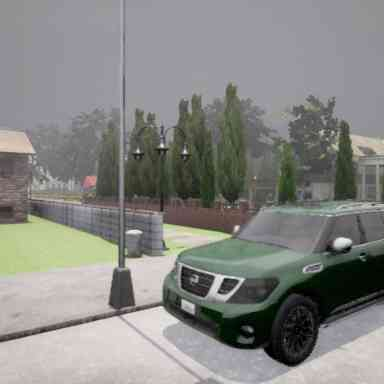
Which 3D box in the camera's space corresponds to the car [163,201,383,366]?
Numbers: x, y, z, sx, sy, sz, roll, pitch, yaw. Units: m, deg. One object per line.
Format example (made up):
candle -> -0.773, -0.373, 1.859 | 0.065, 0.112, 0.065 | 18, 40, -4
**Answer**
car -> 2.196, 1.226, 6.172 | 5.566, 2.045, 2.150 | 0, 0, -35
